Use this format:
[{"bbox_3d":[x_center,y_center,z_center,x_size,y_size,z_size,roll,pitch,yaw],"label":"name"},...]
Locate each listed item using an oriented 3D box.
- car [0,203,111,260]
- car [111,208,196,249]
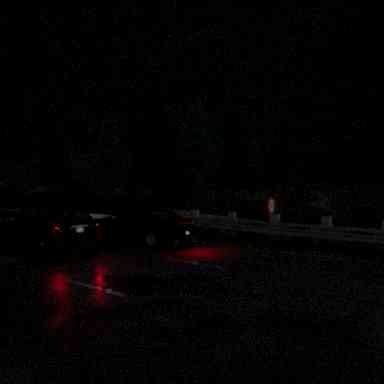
[{"bbox_3d":[-5.421,1.261,12.215,4.553,1.767,2.097,1,0,36],"label":"car"},{"bbox_3d":[-2.177,1.398,14.192,5.008,1.535,1.882,1,0,36],"label":"car"}]
